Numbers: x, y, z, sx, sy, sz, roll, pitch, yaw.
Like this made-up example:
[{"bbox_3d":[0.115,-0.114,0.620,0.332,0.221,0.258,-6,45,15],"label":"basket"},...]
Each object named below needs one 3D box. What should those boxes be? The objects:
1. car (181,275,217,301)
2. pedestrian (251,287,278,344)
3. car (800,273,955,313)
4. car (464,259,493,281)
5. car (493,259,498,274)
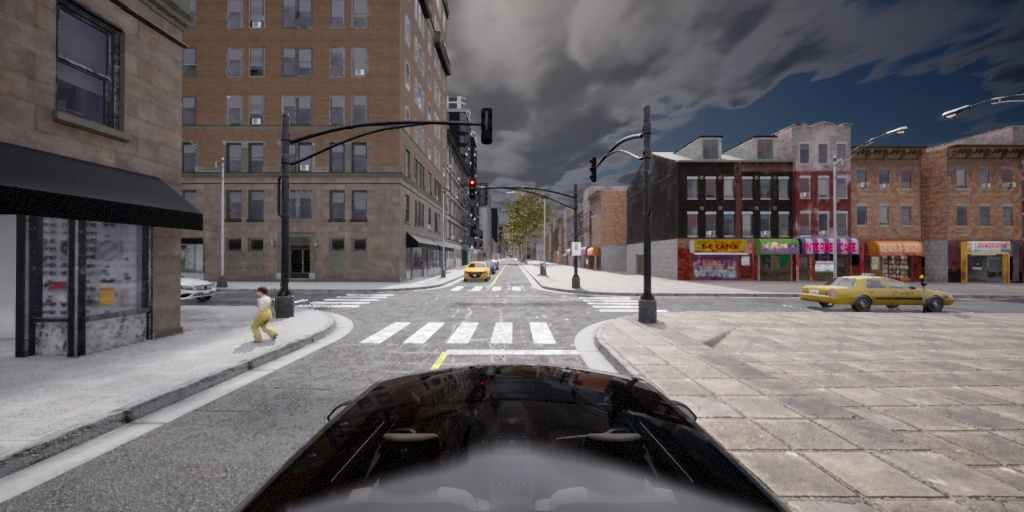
[{"bbox_3d":[-14.807,1.193,14.580,4.674,1.442,1.812,0,0,-1],"label":"car"},{"bbox_3d":[-5.194,1.174,7.567,0.375,1.300,0.375,0,0,0],"label":"pedestrian"},{"bbox_3d":[13.884,1.346,13.735,4.829,1.417,1.751,0,0,0],"label":"car"},{"bbox_3d":[-2.841,1.214,29.829,1.882,1.535,5.008,0,0,0],"label":"car"},{"bbox_3d":[-2.849,1.208,40.285,1.882,1.535,5.008,0,0,0],"label":"car"}]
